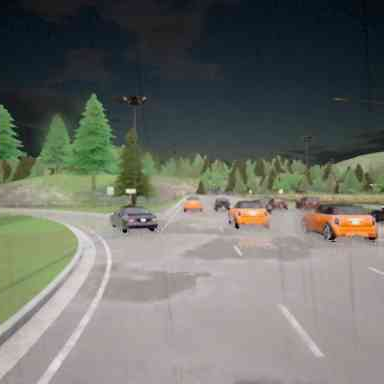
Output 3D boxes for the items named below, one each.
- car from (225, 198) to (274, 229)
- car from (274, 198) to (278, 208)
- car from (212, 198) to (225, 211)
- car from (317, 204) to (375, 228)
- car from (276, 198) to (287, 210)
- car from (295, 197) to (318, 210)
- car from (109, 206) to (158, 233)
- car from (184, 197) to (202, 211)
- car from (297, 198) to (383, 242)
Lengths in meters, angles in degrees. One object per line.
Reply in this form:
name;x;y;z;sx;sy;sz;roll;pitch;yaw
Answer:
car;3.617;1.347;21.911;2.097;1.767;4.553;0;0;0
car;7.127;1.539;35.272;2.033;1.411;5.357;0;0;0
car;3.631;1.495;40.828;1.837;1.490;4.892;0;0;0
car;10.618;1.596;23.327;1.895;1.301;4.718;0;0;0
car;10.631;1.516;41.836;1.812;1.442;4.674;0;0;0
car;14.131;1.343;40.449;2.097;1.767;4.553;0;0;0
car;-3.587;1.543;19.808;2.033;1.411;5.357;0;0;-24
car;0.132;1.342;40.458;2.097;1.767;4.553;0;0;0
car;7.113;1.348;16.570;2.097;1.767;4.553;0;0;0
